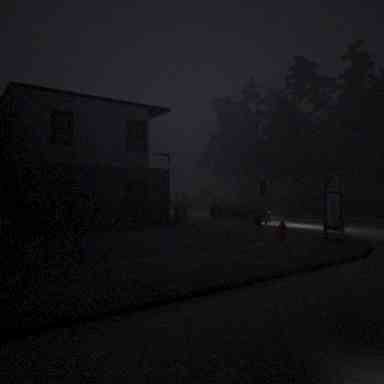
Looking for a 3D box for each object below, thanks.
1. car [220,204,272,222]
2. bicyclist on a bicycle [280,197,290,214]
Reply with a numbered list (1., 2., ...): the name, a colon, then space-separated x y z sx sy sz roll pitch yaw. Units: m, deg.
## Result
1. car: 3.991 1.601 26.327 1.895 1.301 4.718 0 0 -36
2. bicyclist on a bicycle: 9.320 1.349 33.312 1.656 1.620 0.582 0 0 -36
